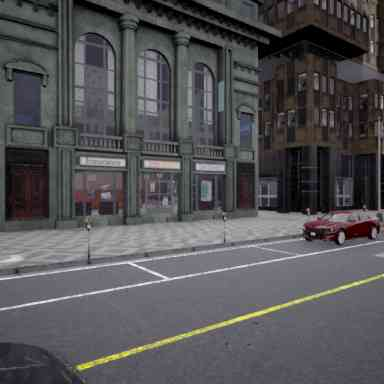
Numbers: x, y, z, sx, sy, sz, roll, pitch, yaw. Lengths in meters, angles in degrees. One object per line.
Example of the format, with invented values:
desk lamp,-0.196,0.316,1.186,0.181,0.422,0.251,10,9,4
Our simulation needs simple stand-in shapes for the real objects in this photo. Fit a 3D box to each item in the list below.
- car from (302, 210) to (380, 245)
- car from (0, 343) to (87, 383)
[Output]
car,6.996,1.547,15.505,4.507,1.381,1.887,0,0,-35
car,-2.811,1.504,1.306,4.892,1.490,1.837,0,0,-35
